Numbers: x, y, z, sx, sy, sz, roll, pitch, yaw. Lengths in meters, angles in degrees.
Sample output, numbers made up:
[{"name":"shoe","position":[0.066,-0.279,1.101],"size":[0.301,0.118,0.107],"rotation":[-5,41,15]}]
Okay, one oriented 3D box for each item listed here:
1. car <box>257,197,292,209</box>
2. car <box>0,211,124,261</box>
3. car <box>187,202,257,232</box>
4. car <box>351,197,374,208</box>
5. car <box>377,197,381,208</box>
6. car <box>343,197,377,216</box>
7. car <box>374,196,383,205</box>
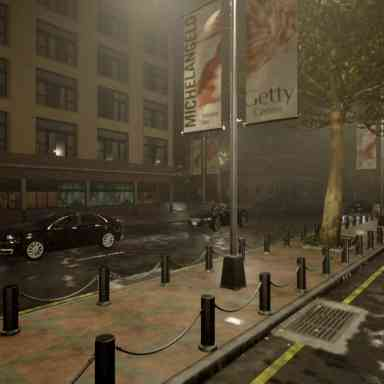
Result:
[{"name":"car","position":[11.323,1.504,46.204],"size":[4.892,1.490,1.837],"rotation":[0,1,22]},{"name":"car","position":[-4.861,1.505,12.552],"size":[1.837,1.490,4.892],"rotation":[0,0,40]},{"name":"car","position":[1.705,1.492,20.468],"size":[2.128,1.511,4.902],"rotation":[0,0,40]},{"name":"car","position":[25.010,1.477,48.739],"size":[1.882,1.535,5.008],"rotation":[0,0,40]},{"name":"car","position":[27.297,1.564,46.013],"size":[1.994,1.385,4.181],"rotation":[0,0,40]},{"name":"car","position":[16.499,1.505,32.943],"size":[1.837,1.490,4.892],"rotation":[0,0,40]},{"name":"car","position":[34.924,1.540,60.608],"size":[2.033,1.411,5.357],"rotation":[0,0,40]}]
